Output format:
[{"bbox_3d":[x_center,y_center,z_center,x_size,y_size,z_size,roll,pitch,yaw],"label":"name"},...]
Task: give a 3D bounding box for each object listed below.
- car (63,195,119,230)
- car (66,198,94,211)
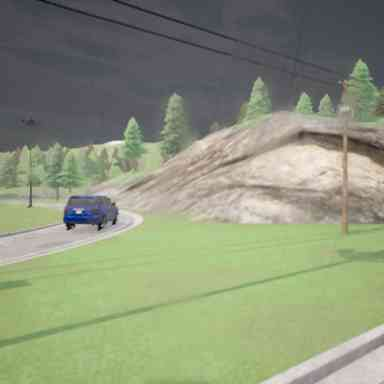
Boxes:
[{"bbox_3d":[-6.249,1.220,21.170,2.150,2.045,5.566,0,0,1],"label":"car"},{"bbox_3d":[-14.379,1.545,42.526,2.033,1.411,5.357,0,0,-34],"label":"car"}]
